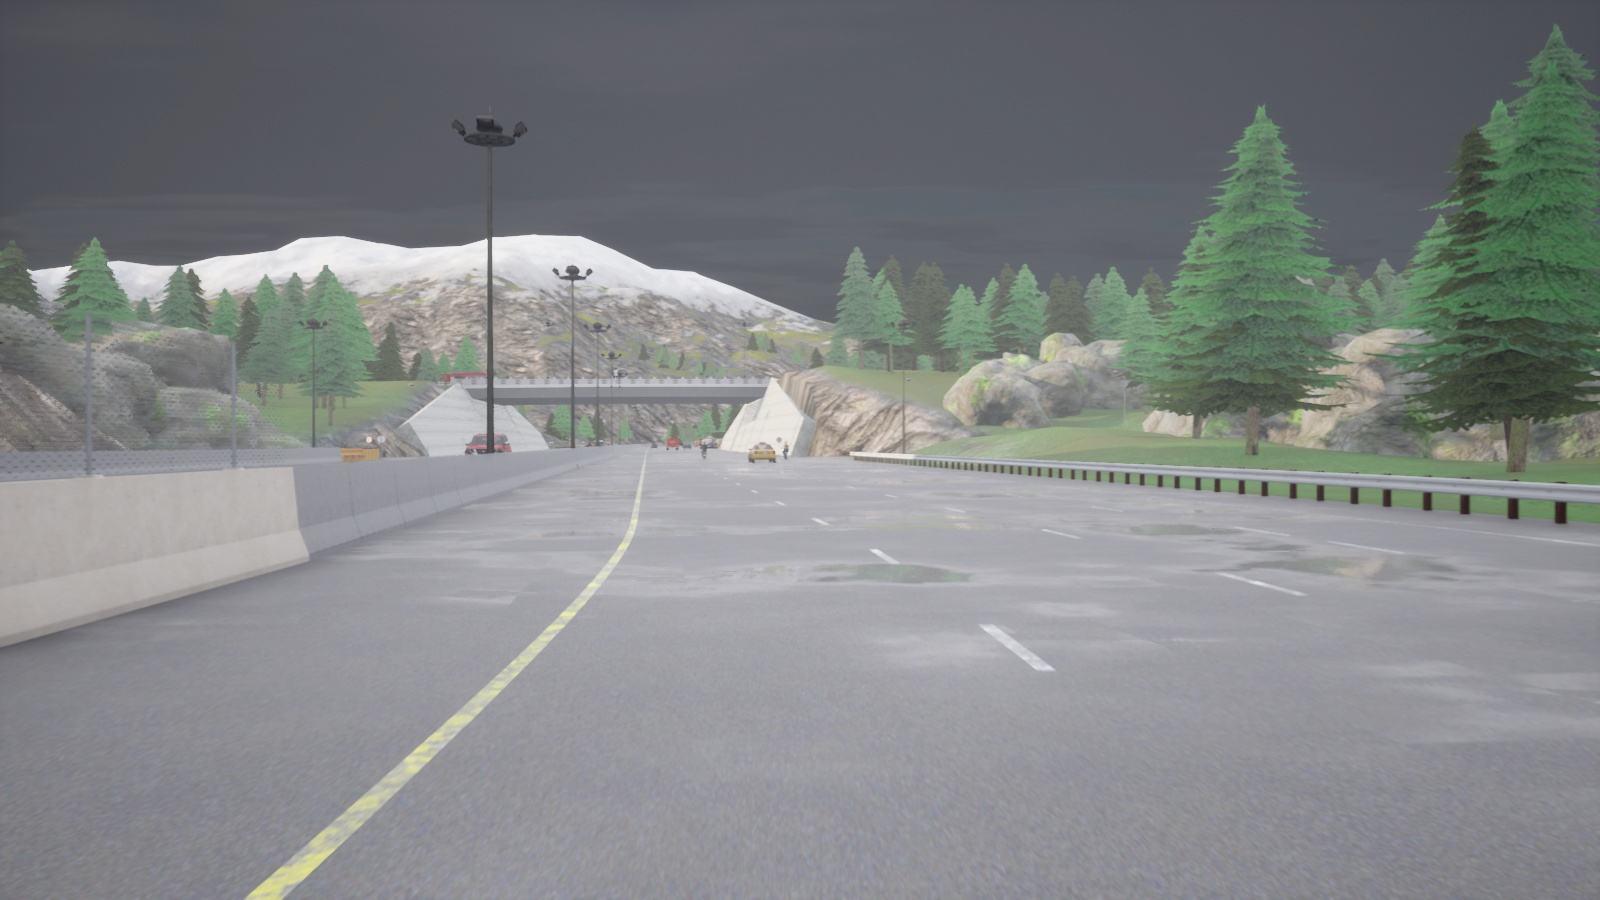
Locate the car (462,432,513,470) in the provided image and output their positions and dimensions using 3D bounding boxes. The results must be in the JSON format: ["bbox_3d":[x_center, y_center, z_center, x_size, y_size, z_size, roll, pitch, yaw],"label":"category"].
[{"bbox_3d":[-17.681,0.053,71.334,2.150,2.045,5.566,0,0,-7],"label":"car"}]

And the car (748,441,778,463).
[{"bbox_3d":[-2.786,0.154,94.023,1.801,1.575,5.366,0,0,-7],"label":"car"}]
